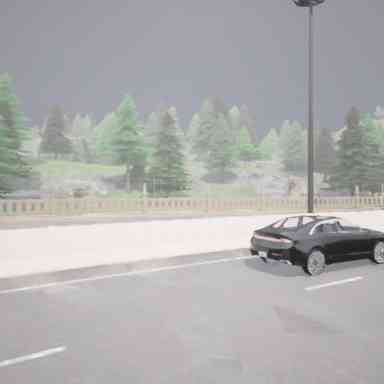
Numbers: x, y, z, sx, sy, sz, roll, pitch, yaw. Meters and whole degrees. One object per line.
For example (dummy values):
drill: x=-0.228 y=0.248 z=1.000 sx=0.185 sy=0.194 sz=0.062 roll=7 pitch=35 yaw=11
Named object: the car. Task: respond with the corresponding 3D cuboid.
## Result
car: x=4.002 y=1.449 z=10.117 sx=4.902 sy=1.511 sz=2.128 roll=0 pitch=0 yaw=-30
